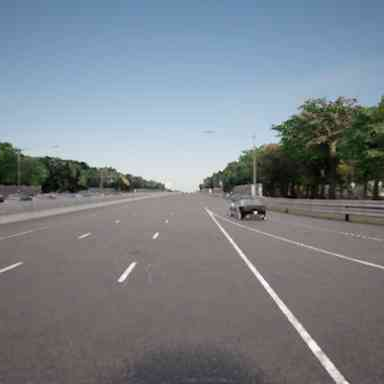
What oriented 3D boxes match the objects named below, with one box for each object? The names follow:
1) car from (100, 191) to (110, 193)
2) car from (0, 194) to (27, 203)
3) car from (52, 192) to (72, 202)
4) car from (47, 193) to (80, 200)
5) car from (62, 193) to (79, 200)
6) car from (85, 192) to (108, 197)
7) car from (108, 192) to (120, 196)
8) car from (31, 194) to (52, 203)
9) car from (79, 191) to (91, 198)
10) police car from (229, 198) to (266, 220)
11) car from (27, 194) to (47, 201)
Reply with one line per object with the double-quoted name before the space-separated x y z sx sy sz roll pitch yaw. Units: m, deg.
"car" -21.101 0.754 80.036 2.150 2.045 5.566 0 0 0
"car" -24.628 1.067 47.334 2.097 1.767 4.553 0 0 0
"car" -24.585 0.977 62.967 2.097 1.767 4.553 0 0 0
"car" -17.641 1.200 45.953 1.882 1.535 5.008 0 0 0
"car" -28.098 1.061 77.290 2.128 1.511 4.902 0 0 0
"car" -17.602 1.194 61.474 1.994 1.385 4.181 0 0 0
"car" -17.597 1.140 77.113 1.895 1.301 4.718 0 0 0
"car" -28.080 1.153 62.257 1.812 1.442 4.674 0 1 0
"car" -21.082 0.834 64.921 2.150 2.045 5.566 0 0 0
"police car" 4.260 1.264 26.369 1.930 1.638 5.238 0 0 -7
"car" -21.133 1.190 47.666 1.882 1.535 5.008 0 0 0
